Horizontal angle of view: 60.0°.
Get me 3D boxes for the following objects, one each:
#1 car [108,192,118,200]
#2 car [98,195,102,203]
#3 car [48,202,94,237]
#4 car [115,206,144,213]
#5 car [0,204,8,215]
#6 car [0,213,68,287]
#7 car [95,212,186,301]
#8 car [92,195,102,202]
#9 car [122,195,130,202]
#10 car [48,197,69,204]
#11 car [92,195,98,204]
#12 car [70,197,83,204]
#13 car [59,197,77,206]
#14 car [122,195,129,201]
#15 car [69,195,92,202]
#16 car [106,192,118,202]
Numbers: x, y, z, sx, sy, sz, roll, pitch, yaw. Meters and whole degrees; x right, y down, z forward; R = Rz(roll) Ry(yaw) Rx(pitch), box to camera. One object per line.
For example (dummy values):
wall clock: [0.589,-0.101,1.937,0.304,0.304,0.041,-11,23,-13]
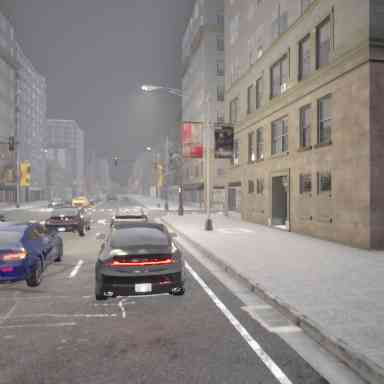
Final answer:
car: [-20.852,1.115,87.980,2.150,2.045,5.566,0,0,-11]
car: [-20.059,1.574,67.648,1.994,1.385,4.181,0,0,-11]
car: [-6.606,1.509,17.998,1.837,1.490,4.892,0,0,-11]
car: [-3.311,1.495,17.591,2.128,1.511,4.902,0,0,-11]
car: [-15.387,1.504,25.302,1.837,1.490,4.892,4,-2,-35]
car: [-4.793,1.527,9.032,1.812,1.442,4.674,0,0,-11]
car: [-1.368,1.506,8.470,1.837,1.490,4.892,0,0,-11]
car: [-22.056,1.497,77.531,1.837,1.490,4.892,0,0,-11]
car: [-15.928,1.617,80.021,1.895,1.301,4.718,0,0,-11]
car: [-19.583,1.510,48.176,2.128,1.511,4.902,0,0,-14]
car: [-18.175,1.373,58.038,2.097,1.767,4.553,0,0,-12]
car: [-23.362,1.617,67.586,1.895,1.301,4.718,0,0,-11]
car: [-21.436,1.568,57.745,2.033,1.411,5.357,0,0,-11]
car: [-17.906,1.499,89.816,1.882,1.535,5.008,0,0,-11]
car: [-16.371,1.496,48.952,1.882,1.535,5.008,0,0,-11]
car: [-18.788,1.243,77.767,2.150,2.045,5.566,0,0,-11]
